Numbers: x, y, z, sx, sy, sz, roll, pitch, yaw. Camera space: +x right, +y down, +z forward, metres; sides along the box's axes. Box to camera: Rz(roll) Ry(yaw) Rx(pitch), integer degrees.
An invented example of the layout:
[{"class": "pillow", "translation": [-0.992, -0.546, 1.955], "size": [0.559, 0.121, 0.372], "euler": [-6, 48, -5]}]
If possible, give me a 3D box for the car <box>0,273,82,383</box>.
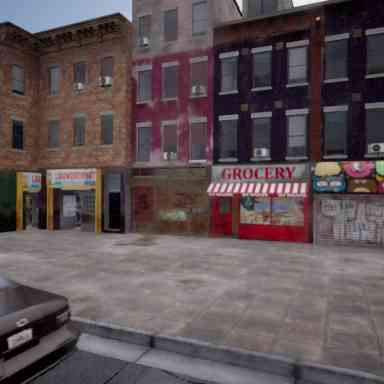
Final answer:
[{"class": "car", "translation": [-4.063, 1.547, 4.408], "size": [5.357, 1.411, 2.033], "euler": [0, 0, 23]}]
